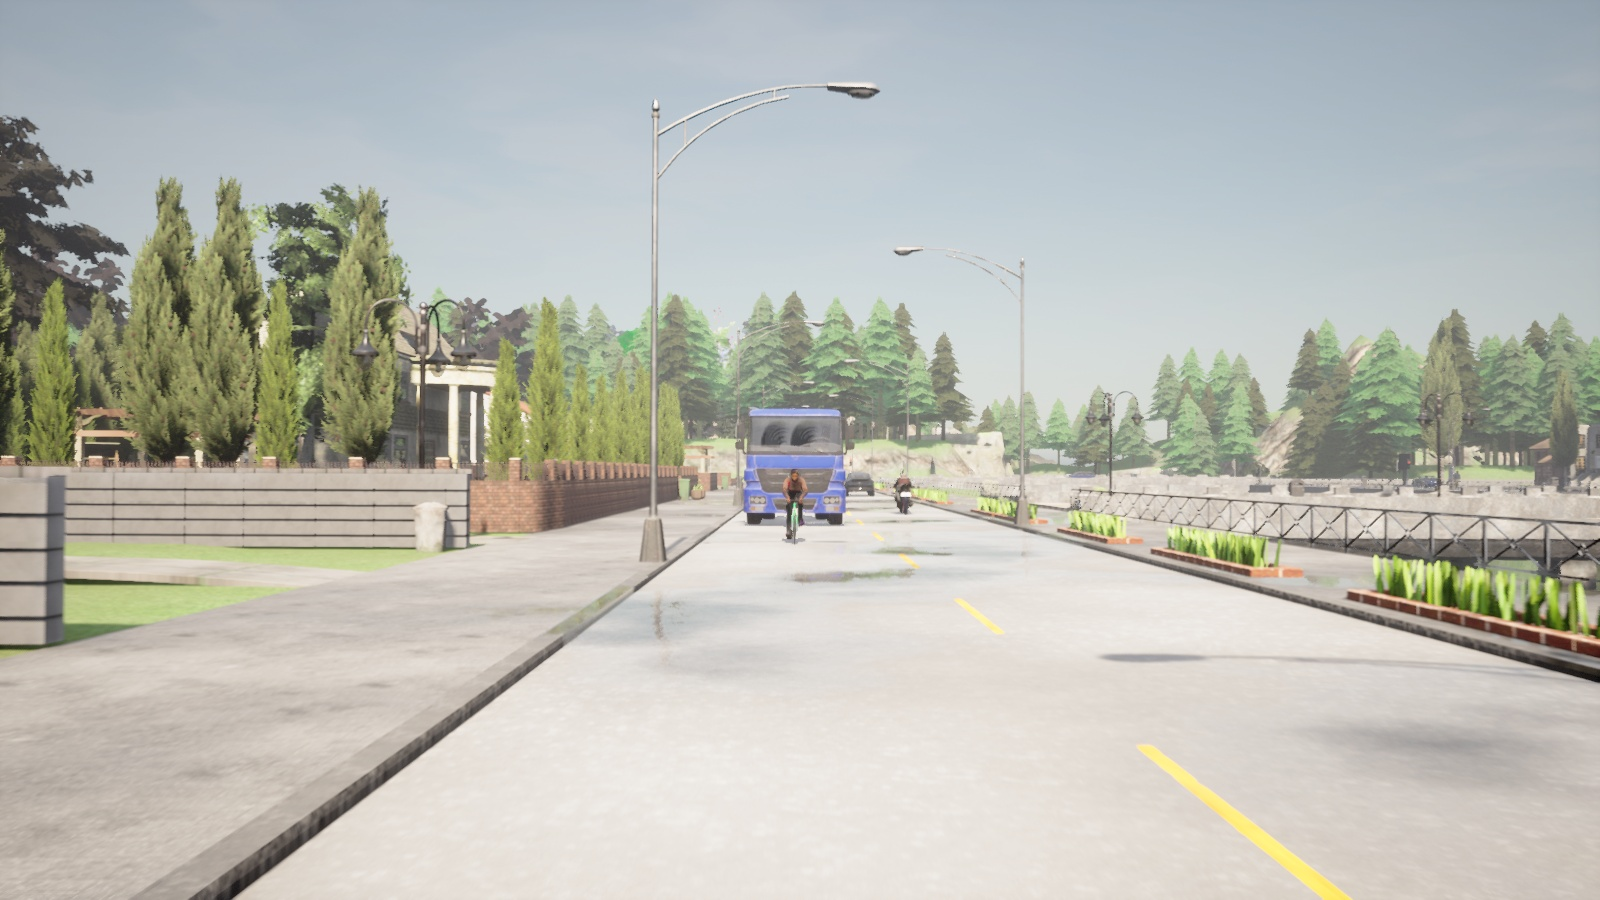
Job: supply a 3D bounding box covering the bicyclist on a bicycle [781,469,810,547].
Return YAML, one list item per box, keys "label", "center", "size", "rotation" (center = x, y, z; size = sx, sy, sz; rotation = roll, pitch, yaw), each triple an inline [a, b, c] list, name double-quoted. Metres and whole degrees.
- label: "bicyclist on a bicycle"
  center: [-0.100, 1.219, 26.976]
  size: [0.582, 1.620, 1.656]
  rotation: [0, -1, 0]

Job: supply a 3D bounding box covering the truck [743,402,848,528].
- label: "truck"
  center: [-0.141, 0.483, 38.831]
  size: [2.891, 3.462, 7.936]
  rotation: [0, -1, 0]

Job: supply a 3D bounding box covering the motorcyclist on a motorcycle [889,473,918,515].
- label: "motorcyclist on a motorcycle"
  center: [3.838, 1.614, 46.609]
  size: [0.866, 1.530, 2.191]
  rotation: [0, -1, 0]

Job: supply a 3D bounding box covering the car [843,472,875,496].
- label: "car"
  center: [3.728, 2.146, 80.158]
  size: [1.837, 1.490, 4.892]
  rotation: [0, -1, 0]
